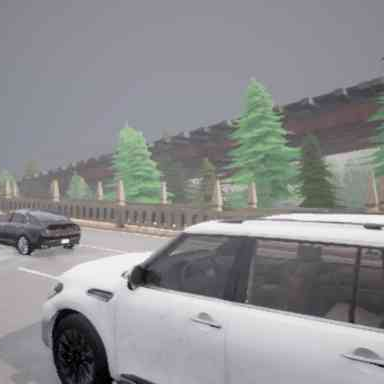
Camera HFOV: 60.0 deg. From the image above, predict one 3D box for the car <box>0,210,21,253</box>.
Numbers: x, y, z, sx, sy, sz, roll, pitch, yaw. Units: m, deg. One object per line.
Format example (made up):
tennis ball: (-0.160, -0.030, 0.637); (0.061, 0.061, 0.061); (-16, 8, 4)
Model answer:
car: (-6.310, 1.410, 12.789); (4.892, 1.490, 1.837); (1, 0, 36)

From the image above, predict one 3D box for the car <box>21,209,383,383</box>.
car: (0.787, 1.222, 3.399); (5.566, 2.045, 2.150); (0, 0, 36)
